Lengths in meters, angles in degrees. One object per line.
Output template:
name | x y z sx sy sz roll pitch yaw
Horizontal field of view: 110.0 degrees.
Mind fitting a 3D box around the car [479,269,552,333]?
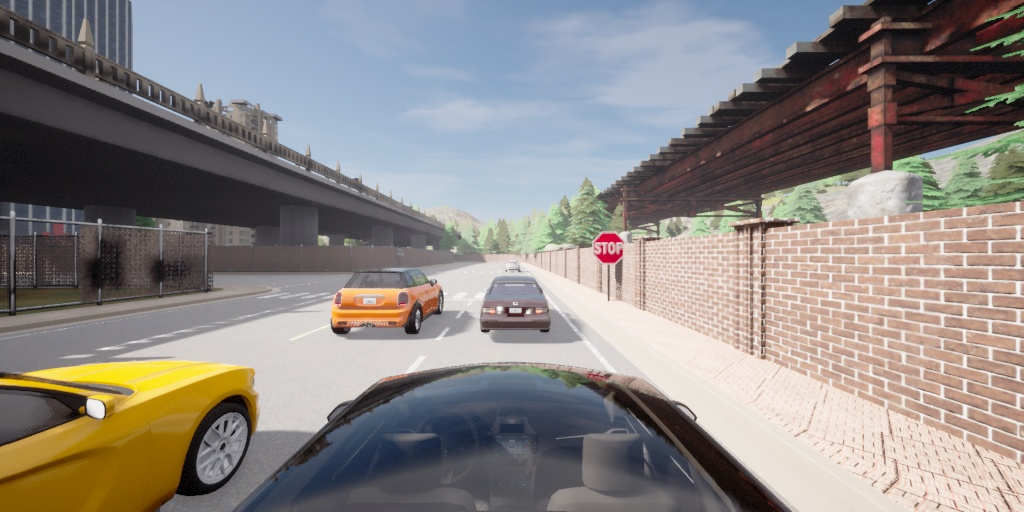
car | 0.079 1.297 10.758 2.033 1.411 5.357 0 0 0

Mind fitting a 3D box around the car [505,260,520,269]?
car | 0.092 1.276 45.483 1.812 1.442 4.674 0 0 -1

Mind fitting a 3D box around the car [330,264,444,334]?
car | -3.422 1.102 10.736 2.097 1.767 4.553 0 0 0

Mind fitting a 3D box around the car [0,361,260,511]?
car | -3.399 1.228 1.479 1.882 1.535 5.008 0 0 0
